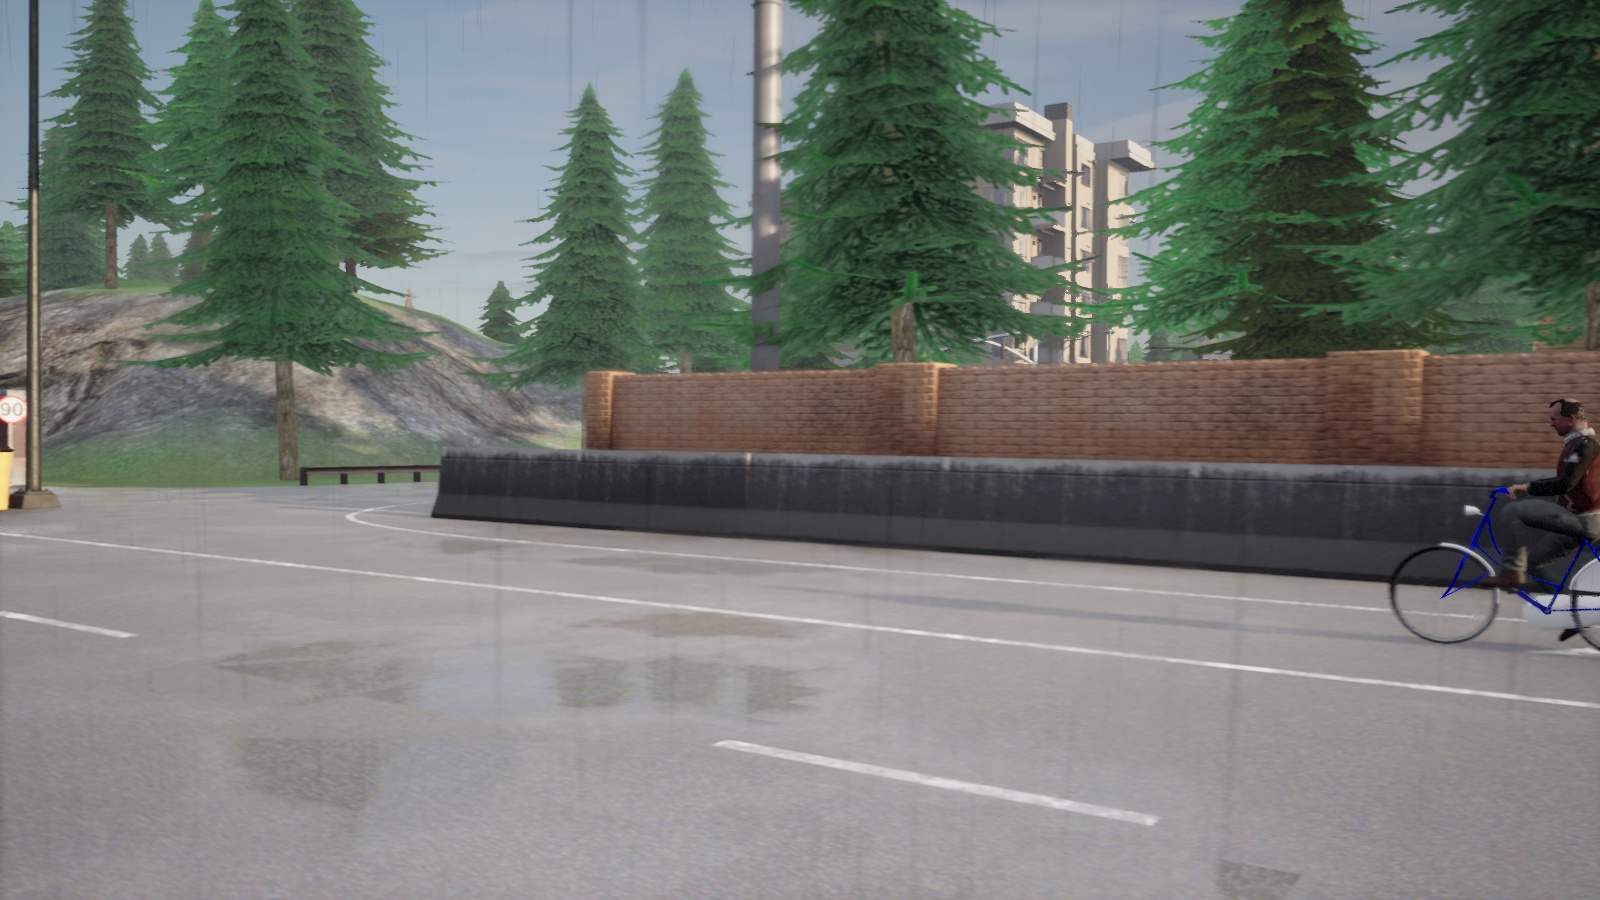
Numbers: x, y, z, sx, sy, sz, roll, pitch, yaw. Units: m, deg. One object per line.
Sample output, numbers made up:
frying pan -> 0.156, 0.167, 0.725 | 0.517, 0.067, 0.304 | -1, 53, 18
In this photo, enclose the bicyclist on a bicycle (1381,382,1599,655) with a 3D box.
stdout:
bicyclist on a bicycle -> 5.066, 0.438, 8.658 | 1.843, 1.776, 0.659 | 0, 1, 34
